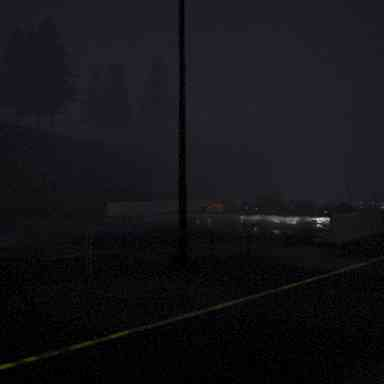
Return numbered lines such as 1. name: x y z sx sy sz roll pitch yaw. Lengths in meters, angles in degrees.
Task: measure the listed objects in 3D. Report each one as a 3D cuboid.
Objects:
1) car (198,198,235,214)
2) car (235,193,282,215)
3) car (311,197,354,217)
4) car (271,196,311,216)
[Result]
1. car: 2.765 1.389 33.878 5.008 1.535 1.882 0 0 -44
2. car: 7.080 1.114 33.164 5.566 2.045 2.150 0 0 -45
3. car: 12.304 1.440 28.537 4.181 1.385 1.994 0 0 -45
4. car: 9.789 1.361 30.953 5.008 1.535 1.882 0 0 -45
